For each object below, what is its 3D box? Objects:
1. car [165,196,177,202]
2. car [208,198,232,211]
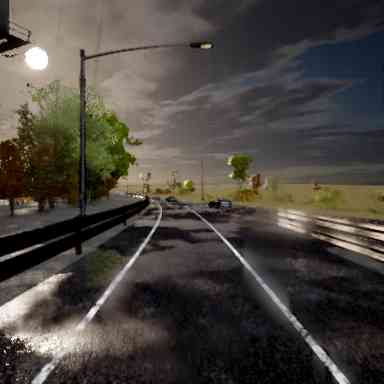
[{"bbox_3d":[-4.650,1.538,73.032,1.994,1.385,4.181,0,0,-14],"label":"car"},{"bbox_3d":[3.388,1.435,40.962,2.128,1.511,4.902,0,0,-14],"label":"car"}]
